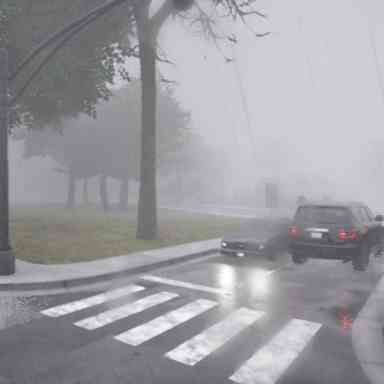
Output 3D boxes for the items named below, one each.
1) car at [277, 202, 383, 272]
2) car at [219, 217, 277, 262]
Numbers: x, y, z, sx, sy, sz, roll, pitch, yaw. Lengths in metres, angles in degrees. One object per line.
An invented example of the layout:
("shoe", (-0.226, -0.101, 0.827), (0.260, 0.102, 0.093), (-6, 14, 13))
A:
("car", (5.248, 1.380, 11.755), (2.150, 2.045, 5.566), (-1, -1, 38))
("car", (3.055, 1.746, 13.418), (2.033, 1.411, 5.357), (-1, -1, 32))
